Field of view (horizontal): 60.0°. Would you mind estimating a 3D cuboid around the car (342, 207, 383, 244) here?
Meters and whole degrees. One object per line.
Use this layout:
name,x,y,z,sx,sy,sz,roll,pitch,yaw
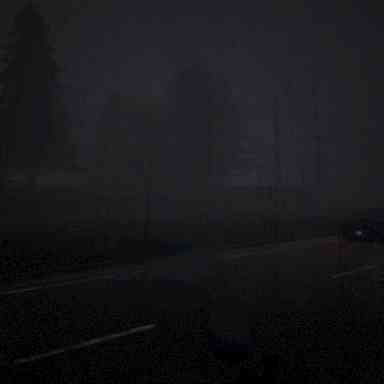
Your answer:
car,8.314,1.356,13.901,5.008,1.535,1.882,-1,0,-35
